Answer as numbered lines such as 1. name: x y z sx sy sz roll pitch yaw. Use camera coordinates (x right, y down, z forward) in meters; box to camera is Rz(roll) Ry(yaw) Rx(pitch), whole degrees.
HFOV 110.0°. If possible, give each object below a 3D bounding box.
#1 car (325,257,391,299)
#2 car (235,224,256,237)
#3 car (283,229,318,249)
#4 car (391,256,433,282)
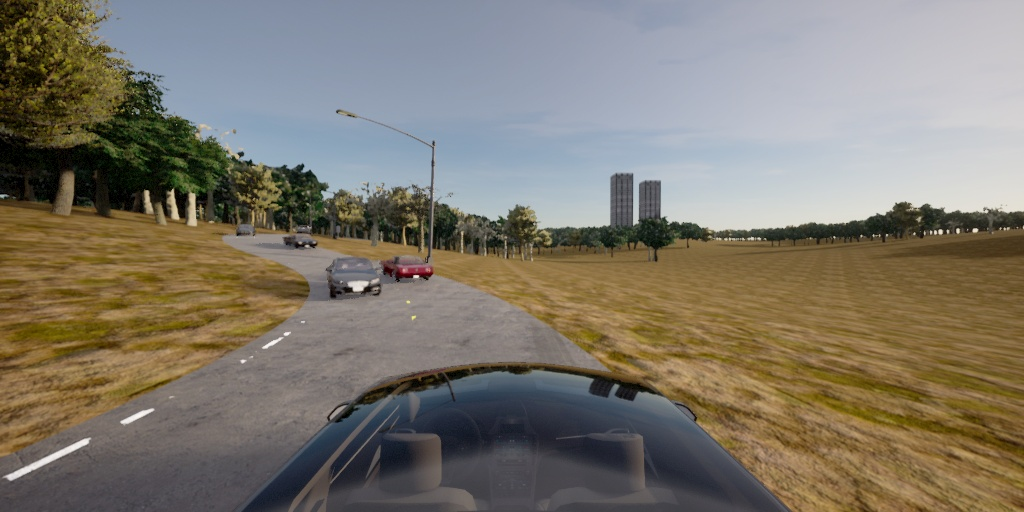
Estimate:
1. car: -6.854 0.813 15.450 2.128 1.511 4.902 0 4 -28
2. car: -33.677 -3.230 45.350 1.837 1.490 4.892 -1 6 -34
3. car: -20.866 -1.513 35.232 4.718 1.301 1.895 11 11 43
4. car: -6.201 0.620 20.619 1.895 1.301 4.718 0 4 -32
